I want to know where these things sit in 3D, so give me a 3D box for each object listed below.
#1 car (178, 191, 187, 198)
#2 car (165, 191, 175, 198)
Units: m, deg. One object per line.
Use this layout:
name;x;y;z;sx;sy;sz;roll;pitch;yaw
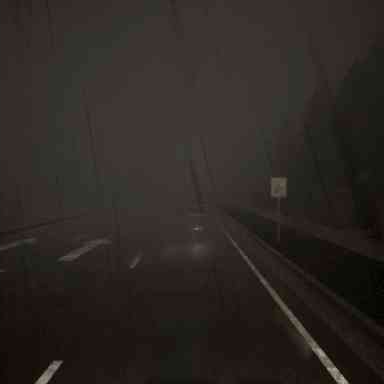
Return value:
car;-2.738;0.841;89.641;1.994;1.385;4.181;0;0;1
car;-6.241;0.805;89.443;1.837;1.490;4.892;0;0;1
